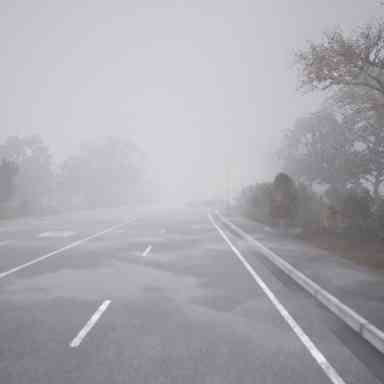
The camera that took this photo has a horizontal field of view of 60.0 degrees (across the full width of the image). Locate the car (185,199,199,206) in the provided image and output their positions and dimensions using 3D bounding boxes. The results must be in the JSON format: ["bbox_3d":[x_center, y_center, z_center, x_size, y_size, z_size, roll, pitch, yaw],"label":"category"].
[{"bbox_3d":[-0.097,2.158,67.460,1.994,1.385,4.181,0,-1,13],"label":"car"}]

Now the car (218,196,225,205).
[{"bbox_3d":[6.027,1.906,76.772,2.150,2.045,5.566,0,-1,20],"label":"car"}]

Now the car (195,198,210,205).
[{"bbox_3d":[2.402,2.183,76.910,2.033,1.411,5.357,0,-1,18],"label":"car"}]

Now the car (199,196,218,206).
[{"bbox_3d":[3.370,2.076,66.952,1.882,1.535,5.008,0,-1,13],"label":"car"}]
